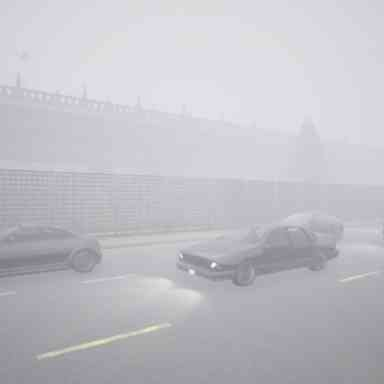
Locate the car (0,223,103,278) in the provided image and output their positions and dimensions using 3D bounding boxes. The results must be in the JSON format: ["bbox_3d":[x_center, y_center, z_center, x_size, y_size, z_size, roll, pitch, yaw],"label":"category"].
[{"bbox_3d":[-4.671,1.577,9.255,4.181,1.385,1.994,1,0,-35],"label":"car"}]

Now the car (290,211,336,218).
[{"bbox_3d":[5.730,1.690,16.545,4.674,1.442,1.812,1,0,-35],"label":"car"}]

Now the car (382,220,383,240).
[{"bbox_3d":[11.058,1.719,16.008,4.892,1.490,1.837,1,-1,-35],"label":"car"}]

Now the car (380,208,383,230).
[{"bbox_3d":[15.051,1.825,22.967,4.674,1.442,1.812,1,0,-35],"label":"car"}]

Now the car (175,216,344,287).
[{"bbox_3d":[2.177,1.632,9.787,5.357,1.411,2.033,1,0,-35],"label":"car"}]
